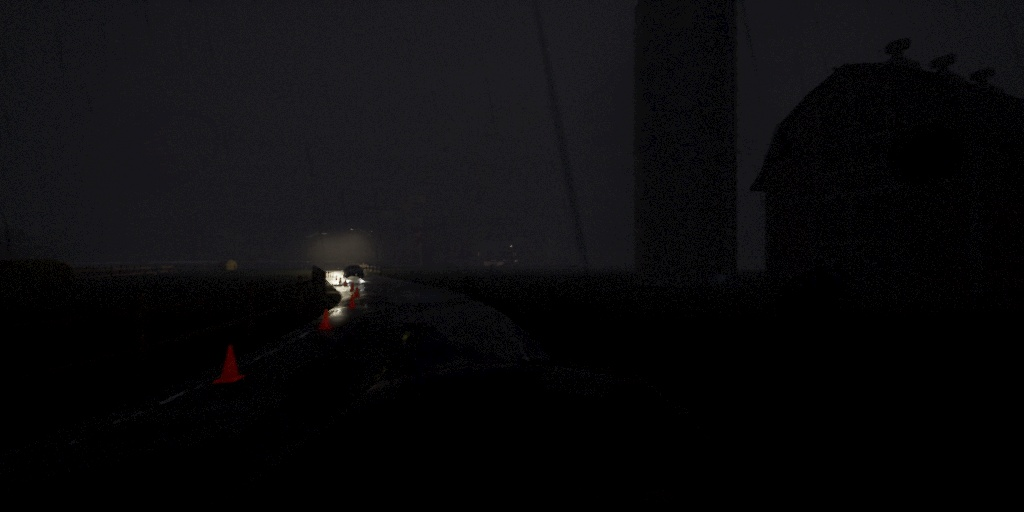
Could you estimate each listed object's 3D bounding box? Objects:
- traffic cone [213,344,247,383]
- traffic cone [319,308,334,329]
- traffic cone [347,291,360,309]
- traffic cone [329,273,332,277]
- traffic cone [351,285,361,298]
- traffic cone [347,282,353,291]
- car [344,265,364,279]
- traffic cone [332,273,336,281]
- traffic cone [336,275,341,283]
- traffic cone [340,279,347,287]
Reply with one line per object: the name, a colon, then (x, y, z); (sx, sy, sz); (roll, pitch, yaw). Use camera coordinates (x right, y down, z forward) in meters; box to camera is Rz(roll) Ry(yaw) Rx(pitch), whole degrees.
traffic cone: (-4.784, 1.801, 6.090); (0.340, 0.580, 0.340); (0, 0, -7)
traffic cone: (-5.580, 1.872, 10.774); (0.340, 0.580, 0.340); (0, 0, -13)
traffic cone: (-6.840, 1.940, 15.356); (0.340, 0.580, 0.340); (0, 0, -18)
traffic cone: (-20.619, 2.291, 41.385); (0.340, 0.580, 0.340); (0, 0, -30)
traffic cone: (-8.549, 2.006, 19.788); (0.340, 0.580, 0.340); (0, 0, -24)
traffic cone: (-10.691, 2.070, 24.030); (0.340, 0.580, 0.340); (0, 0, -30)
car: (-18.353, 1.818, 41.591); (1.837, 1.490, 4.892); (0, -1, -30)
traffic cone: (-18.135, 2.238, 37.046); (0.340, 0.580, 0.340); (0, 0, -30)
traffic cone: (-15.653, 2.184, 32.705); (0.340, 0.580, 0.340); (0, 0, -30)
traffic cone: (-13.170, 2.128, 28.365); (0.340, 0.580, 0.340); (0, 0, -30)
